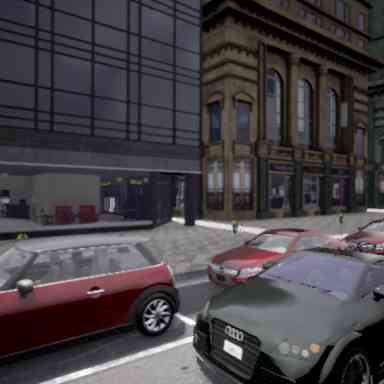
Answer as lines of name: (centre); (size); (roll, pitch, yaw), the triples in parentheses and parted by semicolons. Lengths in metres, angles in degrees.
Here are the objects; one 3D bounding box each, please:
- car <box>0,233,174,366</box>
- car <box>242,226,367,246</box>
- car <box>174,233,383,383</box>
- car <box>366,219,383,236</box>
car: (-2.266, 1.442, 5.028); (4.097, 1.590, 1.967); (0, 0, -36)
car: (2.320, 1.592, 8.303); (4.206, 1.307, 1.802); (0, 0, -36)
car: (2.076, 1.571, 4.861); (4.181, 1.385, 1.994); (0, 0, -36)
car: (6.908, 1.601, 11.578); (4.206, 1.307, 1.802); (0, 0, -36)
